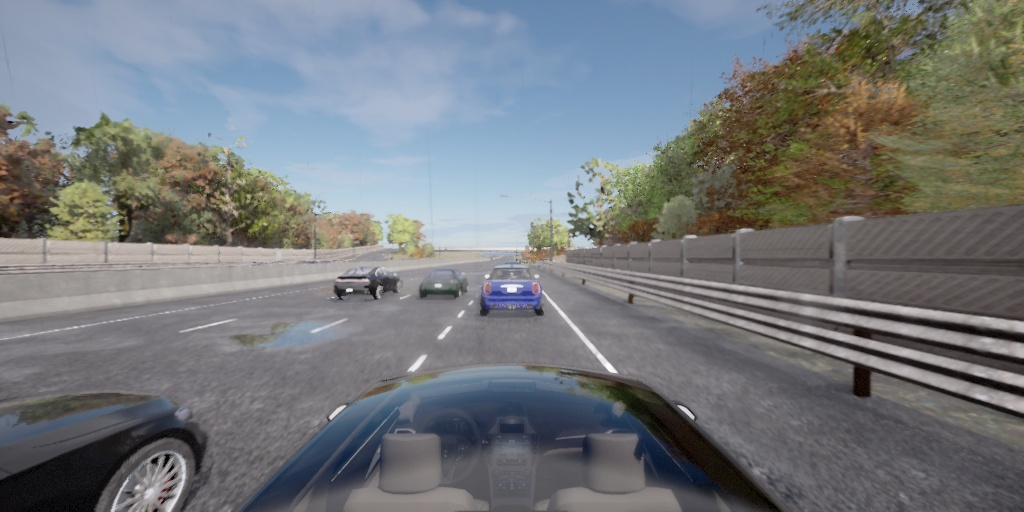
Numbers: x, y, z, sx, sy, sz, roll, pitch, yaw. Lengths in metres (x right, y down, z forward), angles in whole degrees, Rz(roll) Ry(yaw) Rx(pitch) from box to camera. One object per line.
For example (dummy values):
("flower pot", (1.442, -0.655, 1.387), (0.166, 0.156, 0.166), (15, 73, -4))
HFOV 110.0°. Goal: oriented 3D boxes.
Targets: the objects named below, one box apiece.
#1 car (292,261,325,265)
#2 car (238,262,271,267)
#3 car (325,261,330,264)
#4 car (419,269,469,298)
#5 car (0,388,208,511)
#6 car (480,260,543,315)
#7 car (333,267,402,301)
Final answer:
("car", (-24.549, 1.329, 42.314), (1.837, 1.490, 4.892), (0, 1, 1))
("car", (-31.576, 1.437, 44.526), (1.895, 1.301, 4.718), (0, 0, 1))
("car", (-28.053, 1.411, 52.514), (2.033, 1.411, 5.357), (0, 0, 1))
("car", (-3.403, 1.335, 18.525), (1.994, 1.385, 4.181), (0, 0, 0))
("car", (-3.399, 1.275, 0.951), (1.812, 1.442, 4.674), (0, 0, 0))
("car", (-0.005, 1.115, 13.734), (2.097, 1.767, 4.553), (0, 0, 0))
("car", (-6.905, 1.261, 17.656), (2.128, 1.511, 4.902), (0, 0, 0))
